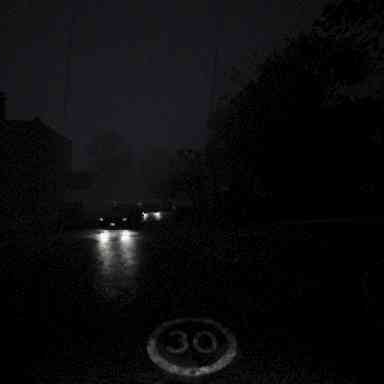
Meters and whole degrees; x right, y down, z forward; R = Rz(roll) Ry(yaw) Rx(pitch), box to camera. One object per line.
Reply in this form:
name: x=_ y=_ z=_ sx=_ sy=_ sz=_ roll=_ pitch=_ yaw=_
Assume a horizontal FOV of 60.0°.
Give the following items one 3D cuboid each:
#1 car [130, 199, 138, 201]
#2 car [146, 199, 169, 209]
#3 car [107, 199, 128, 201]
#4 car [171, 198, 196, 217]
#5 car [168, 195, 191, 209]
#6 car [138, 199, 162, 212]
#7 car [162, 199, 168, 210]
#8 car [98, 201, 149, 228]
car: x=-8.426 y=1.954 z=59.211 sx=2.231 sy=1.521 sz=4.892 roll=-1 pitch=-1 yaw=-35
car: x=-5.674 y=1.882 z=54.339 sx=2.097 sy=1.535 sz=5.008 roll=-1 pitch=-1 yaw=-27
car: x=-14.255 y=1.995 z=61.282 sx=2.097 sy=1.767 sz=4.553 roll=-1 pitch=-1 yaw=-39
car: x=-0.653 y=1.573 z=31.894 sx=2.097 sy=1.535 sz=5.008 roll=0 pitch=-1 yaw=-1
car: x=-1.013 y=1.389 z=37.880 sx=2.435 sy=2.045 sz=5.566 roll=0 pitch=-1 yaw=-7
car: x=-5.288 y=1.700 z=41.506 sx=1.882 sy=1.535 sz=5.008 roll=0 pitch=-1 yaw=-12
car: x=-3.468 y=1.805 z=49.040 sx=2.231 sy=1.521 sz=4.892 roll=0 pitch=0 yaw=-18
car: x=-4.380 y=1.472 z=21.356 sx=2.033 sy=1.411 sz=5.357 roll=0 pitch=-1 yaw=2
